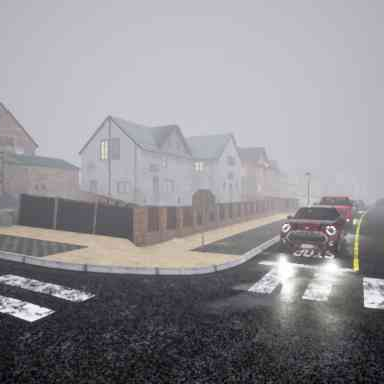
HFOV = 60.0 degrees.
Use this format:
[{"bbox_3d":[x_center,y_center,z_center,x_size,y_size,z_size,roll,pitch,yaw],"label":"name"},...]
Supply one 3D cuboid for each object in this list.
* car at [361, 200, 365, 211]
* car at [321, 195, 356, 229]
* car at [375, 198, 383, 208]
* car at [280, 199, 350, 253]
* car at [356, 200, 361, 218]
[{"bbox_3d":[22.422,1.748,45.265,2.033,1.411,5.357,0,0,31],"label":"car"},{"bbox_3d":[9.747,1.264,22.660,2.150,2.045,5.566,0,0,27],"label":"car"},{"bbox_3d":[29.546,1.736,51.484,1.882,1.535,5.008,0,0,32],"label":"car"},{"bbox_3d":[5.153,1.362,13.848,2.097,1.767,4.553,0,0,29],"label":"car"},{"bbox_3d":[14.578,1.450,31.627,2.097,1.767,4.553,0,0,29],"label":"car"}]
